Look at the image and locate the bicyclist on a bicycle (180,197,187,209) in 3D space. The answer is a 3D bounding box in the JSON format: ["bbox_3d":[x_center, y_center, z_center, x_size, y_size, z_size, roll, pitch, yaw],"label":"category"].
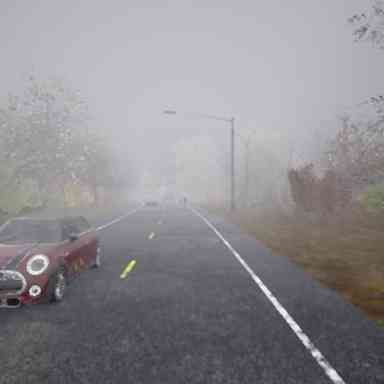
[{"bbox_3d":[-0.866,1.412,42.893,0.582,1.620,1.656,0,0,-5],"label":"bicyclist on a bicycle"}]

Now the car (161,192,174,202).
[{"bbox_3d":[-5.153,1.100,72.814,2.150,2.045,5.566,0,0,-8],"label":"car"}]

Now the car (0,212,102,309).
[{"bbox_3d":[-3.708,1.355,8.081,2.097,1.767,4.553,0,0,-1],"label":"car"}]

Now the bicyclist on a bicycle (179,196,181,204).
[{"bbox_3d":[-1.816,1.369,53.000,0.866,1.612,1.509,0,0,-6],"label":"bicyclist on a bicycle"}]

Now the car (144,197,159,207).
[{"bbox_3d":[-6.024,1.425,49.499,1.882,1.535,5.008,0,0,-5],"label":"car"}]

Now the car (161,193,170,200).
[{"bbox_3d":[-6.814,1.142,84.217,1.882,1.535,5.008,0,0,-10],"label":"car"}]
